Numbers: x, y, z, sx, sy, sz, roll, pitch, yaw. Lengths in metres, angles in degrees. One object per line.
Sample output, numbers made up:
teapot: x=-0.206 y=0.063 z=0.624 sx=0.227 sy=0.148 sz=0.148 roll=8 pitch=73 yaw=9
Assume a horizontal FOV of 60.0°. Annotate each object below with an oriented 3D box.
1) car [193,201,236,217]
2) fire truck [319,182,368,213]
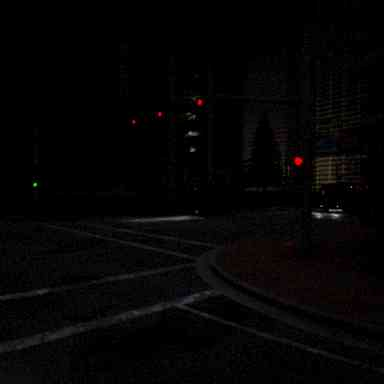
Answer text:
car: x=2.286 y=1.602 z=32.760 sx=4.902 sy=1.511 sz=2.128 roll=1 pitch=0 yaw=-41
fire truck: x=19.898 y=0.627 z=43.306 sx=8.468 sy=3.827 sz=2.891 roll=1 pitch=0 yaw=-41
